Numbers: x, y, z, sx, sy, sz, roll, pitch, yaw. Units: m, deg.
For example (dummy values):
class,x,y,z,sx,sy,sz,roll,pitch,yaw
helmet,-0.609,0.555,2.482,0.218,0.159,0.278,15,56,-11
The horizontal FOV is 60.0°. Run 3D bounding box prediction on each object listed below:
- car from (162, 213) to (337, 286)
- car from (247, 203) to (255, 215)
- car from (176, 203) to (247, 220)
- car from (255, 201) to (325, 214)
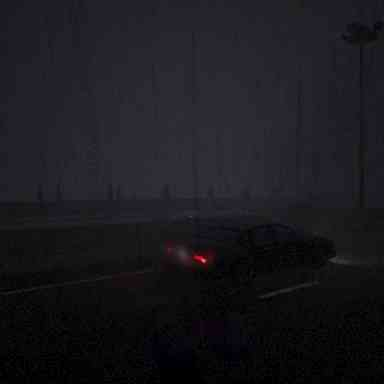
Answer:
class,x,y,z,sx,sy,sz,roll,pitch,yaw
car,1.824,1.531,9.354,5.357,1.411,2.033,0,0,-36
car,6.394,1.511,30.072,4.181,1.385,1.994,0,0,-36
car,1.137,1.494,22.014,4.674,1.442,1.812,0,0,-36
car,6.772,1.449,21.738,4.902,1.511,2.128,0,0,-36
